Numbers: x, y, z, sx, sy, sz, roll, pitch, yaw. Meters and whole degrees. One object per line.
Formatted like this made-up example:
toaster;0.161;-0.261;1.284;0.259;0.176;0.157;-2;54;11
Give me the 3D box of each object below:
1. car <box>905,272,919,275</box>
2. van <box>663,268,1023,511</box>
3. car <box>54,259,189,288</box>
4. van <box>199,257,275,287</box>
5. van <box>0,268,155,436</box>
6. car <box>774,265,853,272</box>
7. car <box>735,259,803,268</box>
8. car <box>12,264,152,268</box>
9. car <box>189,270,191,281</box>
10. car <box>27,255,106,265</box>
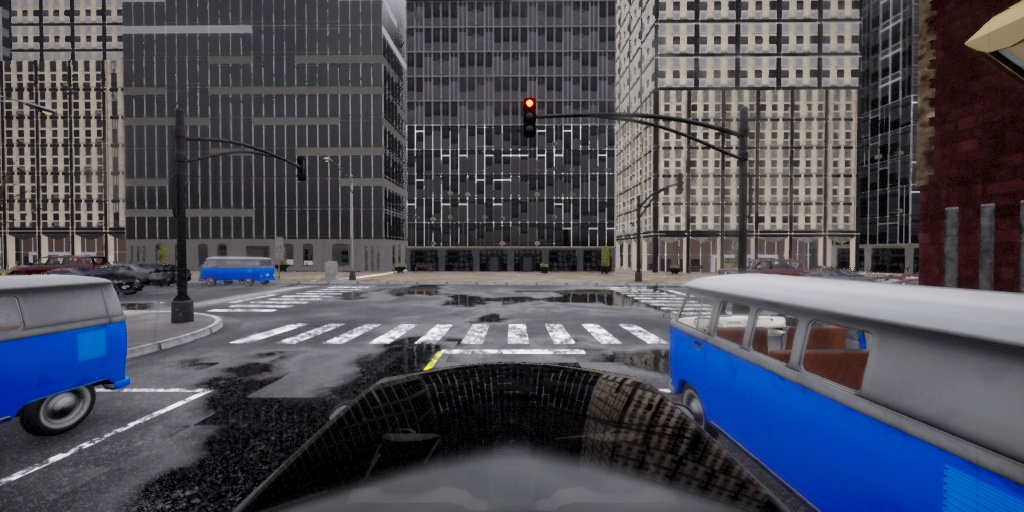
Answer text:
car;15.216;1.437;13.703;4.507;1.381;1.888;0;0;1
van;2.691;1.090;2.782;1.690;1.789;3.998;0;0;0
car;-21.377;1.118;19.811;4.902;1.511;2.128;0;1;1
van;-17.096;0.951;22.373;3.998;1.789;1.690;0;0;1
van;-5.690;1.090;2.836;1.690;1.789;3.998;0;0;0
car;17.143;1.384;19.465;4.181;1.385;1.994;0;1;1
car;15.292;1.089;22.082;5.009;1.841;2.192;0;0;1
car;-19.873;1.242;16.597;4.181;1.385;1.994;0;1;1
car;-22.618;1.150;22.423;4.313;1.339;1.948;0;0;1
car;-28.141;0.874;22.473;5.009;1.841;2.192;0;0;1
